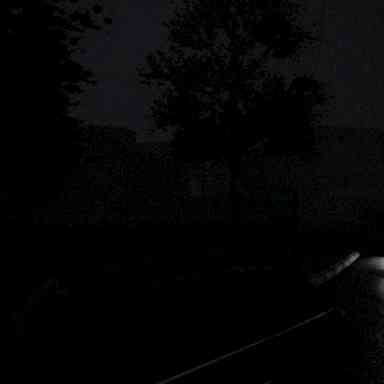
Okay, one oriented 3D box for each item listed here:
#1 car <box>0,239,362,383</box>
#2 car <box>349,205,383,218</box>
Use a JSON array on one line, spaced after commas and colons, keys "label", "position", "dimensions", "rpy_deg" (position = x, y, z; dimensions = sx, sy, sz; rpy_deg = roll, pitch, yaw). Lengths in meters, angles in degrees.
[{"label": "car", "position": [-0.591, 1.374, 2.687], "dimensions": [4.553, 1.767, 2.097], "rpy_deg": [1, -1, -38]}, {"label": "car", "position": [21.554, 2.357, 40.563], "dimensions": [4.902, 1.511, 2.128], "rpy_deg": [1, -1, -16]}]
